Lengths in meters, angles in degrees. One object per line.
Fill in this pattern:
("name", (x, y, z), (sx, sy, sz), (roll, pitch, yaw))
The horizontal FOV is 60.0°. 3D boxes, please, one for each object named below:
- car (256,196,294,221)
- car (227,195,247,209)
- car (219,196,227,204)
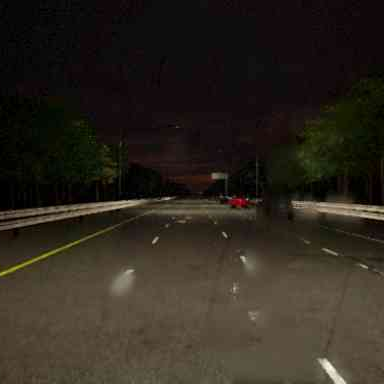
("car", (7.039, 1.347, 28.558), (2.150, 2.045, 5.566), (0, 0, 0))
("car", (7.134, 1.541, 51.392), (2.150, 2.045, 5.566), (0, -1, 0))
("car", (7.302, 2.046, 76.031), (1.837, 1.490, 4.892), (0, -1, 0))
